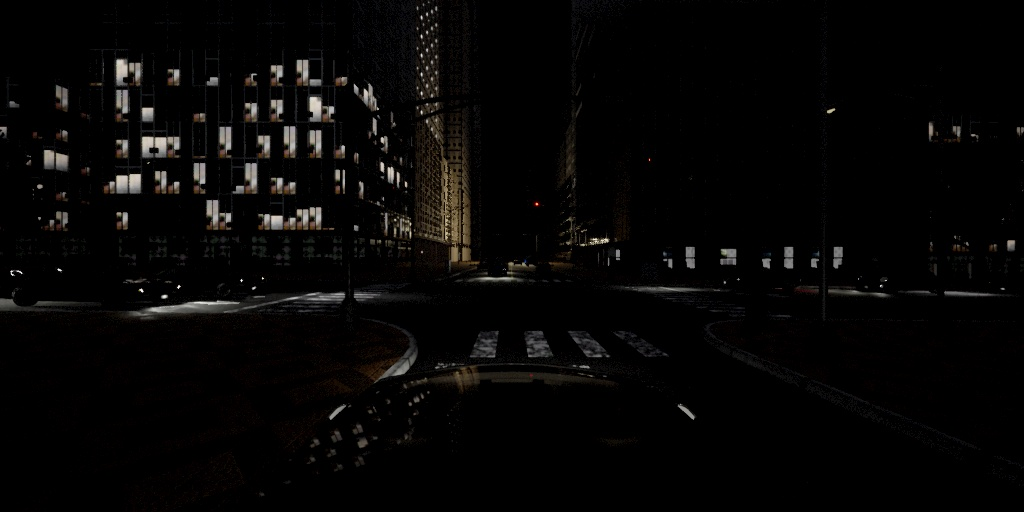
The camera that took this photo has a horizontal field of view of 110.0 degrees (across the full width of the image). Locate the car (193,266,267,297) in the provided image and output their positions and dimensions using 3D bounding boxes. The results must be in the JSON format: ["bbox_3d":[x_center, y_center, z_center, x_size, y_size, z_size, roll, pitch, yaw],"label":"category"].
[{"bbox_3d":[-14.011,1.118,16.315,4.718,1.301,1.895,1,0,-3],"label":"car"}]

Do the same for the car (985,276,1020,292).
[{"bbox_3d":[36.761,2.035,25.336,4.718,1.301,1.895,1,0,-2],"label":"car"}]

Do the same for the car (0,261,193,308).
[{"bbox_3d":[-15.290,1.042,13.035,5.357,1.411,2.033,1,0,0],"label":"car"}]

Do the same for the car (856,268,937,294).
[{"bbox_3d":[26.746,1.606,24.885,4.553,1.767,2.097,1,0,-3],"label":"car"}]

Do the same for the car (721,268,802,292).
[{"bbox_3d":[16.900,1.570,24.437,4.902,1.511,2.128,1,0,-3],"label":"car"}]

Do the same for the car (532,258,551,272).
[{"bbox_3d":[3.955,1.329,45.552,1.948,1.339,4.313,0,0,0],"label":"car"}]

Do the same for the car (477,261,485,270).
[{"bbox_3d":[-3.994,1.343,51.050,1.802,1.307,4.207,0,0,0],"label":"car"}]

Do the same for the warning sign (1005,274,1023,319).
[{"bbox_3d":[17.281,1.204,11.741,1.060,1.860,1.300,0,0,-3],"label":"warning sign"}]

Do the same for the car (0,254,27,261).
[{"bbox_3d":[-22.916,0.706,15.911,4.553,1.767,2.097,1,0,-3],"label":"car"}]

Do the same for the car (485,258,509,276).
[{"bbox_3d":[-1.475,1.245,37.099,1.882,1.535,5.008,0,0,0],"label":"car"}]
